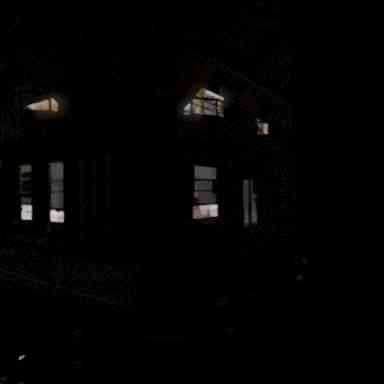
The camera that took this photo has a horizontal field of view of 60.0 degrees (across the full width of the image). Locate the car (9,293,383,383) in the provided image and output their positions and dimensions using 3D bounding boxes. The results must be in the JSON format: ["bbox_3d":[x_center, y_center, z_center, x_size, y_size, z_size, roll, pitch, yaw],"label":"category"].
[{"bbox_3d":[0.286,1.563,2.683,4.313,1.339,1.947,0,-1,36],"label":"car"}]
